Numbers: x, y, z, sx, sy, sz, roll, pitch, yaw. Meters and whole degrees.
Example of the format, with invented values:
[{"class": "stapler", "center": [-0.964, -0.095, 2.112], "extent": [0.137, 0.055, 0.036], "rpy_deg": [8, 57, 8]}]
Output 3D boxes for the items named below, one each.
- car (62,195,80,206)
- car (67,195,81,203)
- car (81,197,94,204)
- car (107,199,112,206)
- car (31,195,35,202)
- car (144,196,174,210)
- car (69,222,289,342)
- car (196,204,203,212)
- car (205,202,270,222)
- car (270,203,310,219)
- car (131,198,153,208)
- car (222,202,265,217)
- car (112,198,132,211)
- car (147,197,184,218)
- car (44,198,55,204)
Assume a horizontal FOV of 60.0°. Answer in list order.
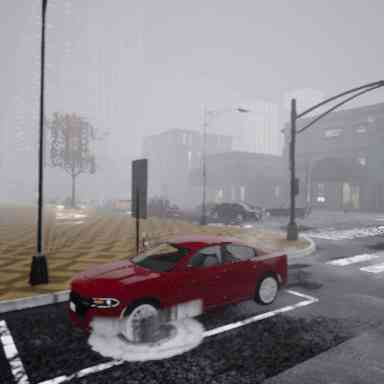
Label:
[{"class": "car", "center": [-21.222, 1.737, 57.518], "extent": [1.752, 1.417, 4.829], "rpy_deg": [1, -1, -35]}, {"class": "car", "center": [-30.225, 1.785, 85.252], "extent": [2.192, 1.841, 5.009], "rpy_deg": [1, -1, -35]}, {"class": "car", "center": [-24.004, 1.942, 76.261], "extent": [1.752, 1.417, 4.829], "rpy_deg": [1, -1, -35]}, {"class": "car", "center": [-14.429, 1.775, 62.429], "extent": [1.967, 1.590, 4.097], "rpy_deg": [1, -1, -35]}, {"class": "car", "center": [-37.018, 1.873, 80.339], "extent": [1.752, 1.417, 4.829], "rpy_deg": [1, -1, -35]}, {"class": "car", "center": [-4.882, 1.570, 48.787], "extent": [2.192, 1.841, 5.009], "rpy_deg": [1, -1, -35]}, {"class": "car", "center": [-0.020, 1.546, 6.489], "extent": [4.507, 1.381, 1.887], "rpy_deg": [0, 1, -35]}, {"class": "car", "center": [2.117, 1.780, 38.750], "extent": [1.802, 1.307, 4.206], "rpy_deg": [1, -1, -35]}, {"class": "car", "center": [3.471, 1.565, 26.402], "extent": [1.837, 1.490, 4.892], "rpy_deg": [1, -1, -35]}, {"class": "car", "center": [8.356, 1.697, 29.737], "extent": [2.008, 1.369, 4.403], "rpy_deg": [1, -1, -35]}, {"class": "car", "center": [-8.069, 1.722, 53.331], "extent": [1.967, 1.590, 4.097], "rpy_deg": [1, -1, -35]}, {"class": "car", "center": [5.236, 1.738, 34.245], "extent": [1.947, 1.339, 4.313], "rpy_deg": [1, -1, -35]}, {"class": "car", "center": [-8.312, 1.636, 43.452], "extent": [1.882, 1.535, 5.008], "rpy_deg": [1, -1, -34]}, {"class": "car", "center": [-2.469, 1.492, 30.200], "extent": [1.967, 1.590, 4.097], "rpy_deg": [1, -1, -35]}, {"class": "car", "center": [-30.796, 1.860, 71.350], "extent": [1.947, 1.339, 4.313], "rpy_deg": [1, -1, -35]}]
